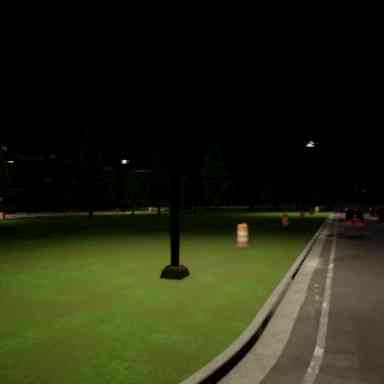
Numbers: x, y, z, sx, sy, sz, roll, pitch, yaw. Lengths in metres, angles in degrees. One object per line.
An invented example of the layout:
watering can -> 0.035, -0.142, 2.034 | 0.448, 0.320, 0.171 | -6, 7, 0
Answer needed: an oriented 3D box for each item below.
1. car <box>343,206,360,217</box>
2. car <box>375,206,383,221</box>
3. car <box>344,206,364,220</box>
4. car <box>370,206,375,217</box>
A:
car -> 23.211, 2.775, 48.519 | 2.128, 1.511, 4.902 | -1, -2, 24
car -> 22.220, 2.455, 37.573 | 1.837, 1.490, 4.892 | -1, -2, 24
car -> 19.084, 2.524, 39.132 | 2.128, 1.511, 4.902 | -1, -2, 25
car -> 26.408, 2.681, 47.097 | 1.882, 1.535, 5.008 | -1, -2, 24
